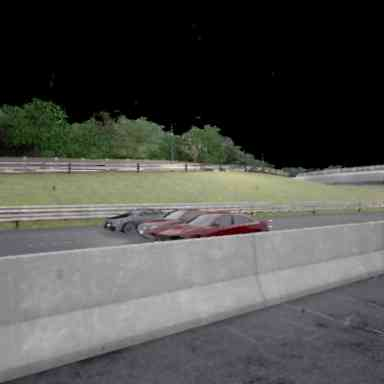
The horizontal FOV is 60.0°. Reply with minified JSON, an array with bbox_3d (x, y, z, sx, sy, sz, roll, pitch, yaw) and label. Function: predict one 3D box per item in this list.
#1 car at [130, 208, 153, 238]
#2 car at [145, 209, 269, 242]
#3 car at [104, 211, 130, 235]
[{"bbox_3d":[-0.428,1.579,16.581,4.674,1.442,1.812,0,0,-36],"label":"car"},{"bbox_3d":[0.912,1.525,13.249,5.008,1.535,1.882,0,0,-36],"label":"car"},{"bbox_3d":[-2.864,1.614,19.154,4.181,1.385,1.994,0,0,-36],"label":"car"}]
